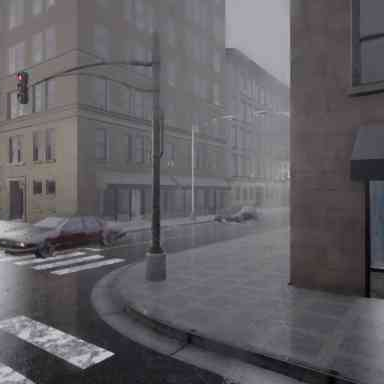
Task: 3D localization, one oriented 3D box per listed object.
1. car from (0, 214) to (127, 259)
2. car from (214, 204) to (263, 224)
[{"bbox_3d":[-4.932,1.599,13.253,2.033,1.411,5.357,0,0,30],"label":"car"},{"bbox_3d":[3.837,1.687,26.257,2.033,1.411,5.357,0,0,35],"label":"car"}]
